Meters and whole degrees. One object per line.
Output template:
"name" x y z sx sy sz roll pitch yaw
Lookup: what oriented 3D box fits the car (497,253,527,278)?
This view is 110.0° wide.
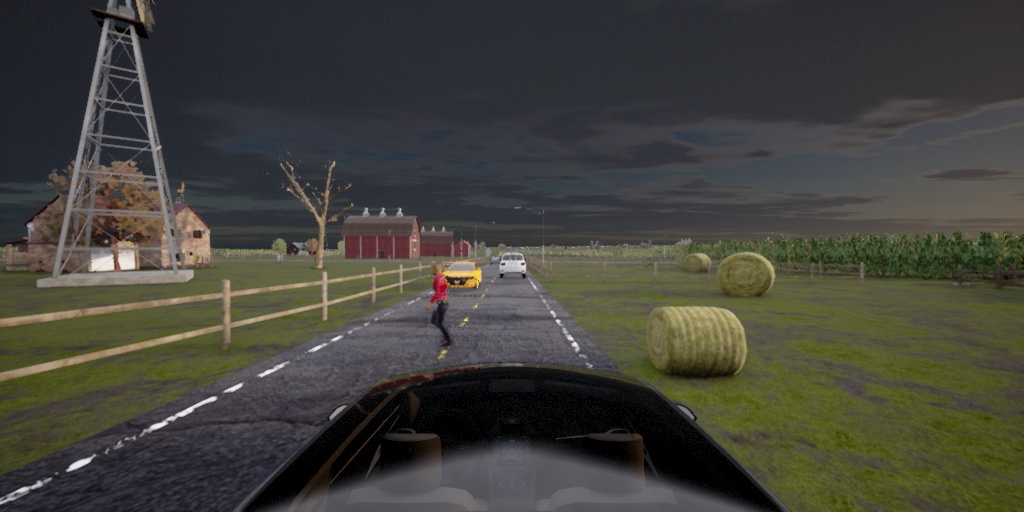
"car" 0.078 0.761 31.014 2.150 2.045 5.566 0 1 0

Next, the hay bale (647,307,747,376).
"hay bale" 3.123 1.371 6.251 1.220 1.180 1.240 0 0 0

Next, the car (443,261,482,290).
"car" -2.859 1.085 21.215 1.882 1.535 5.008 0 0 0

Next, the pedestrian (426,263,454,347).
"pedestrian" -1.537 1.000 7.649 0.375 1.860 0.375 -1 2 4

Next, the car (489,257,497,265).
"car" -2.845 0.860 61.783 1.812 1.442 4.674 0 0 0
